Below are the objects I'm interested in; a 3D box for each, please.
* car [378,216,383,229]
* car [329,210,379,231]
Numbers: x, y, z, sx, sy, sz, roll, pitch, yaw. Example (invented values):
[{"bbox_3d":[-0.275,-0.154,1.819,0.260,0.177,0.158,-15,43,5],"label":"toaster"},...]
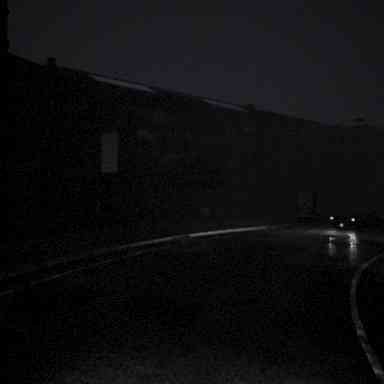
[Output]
[{"bbox_3d":[13.436,1.855,19.847,5.008,1.535,1.882,2,0,-37],"label":"car"},{"bbox_3d":[11.548,1.909,23.060,4.718,1.301,1.895,2,0,-37],"label":"car"}]
